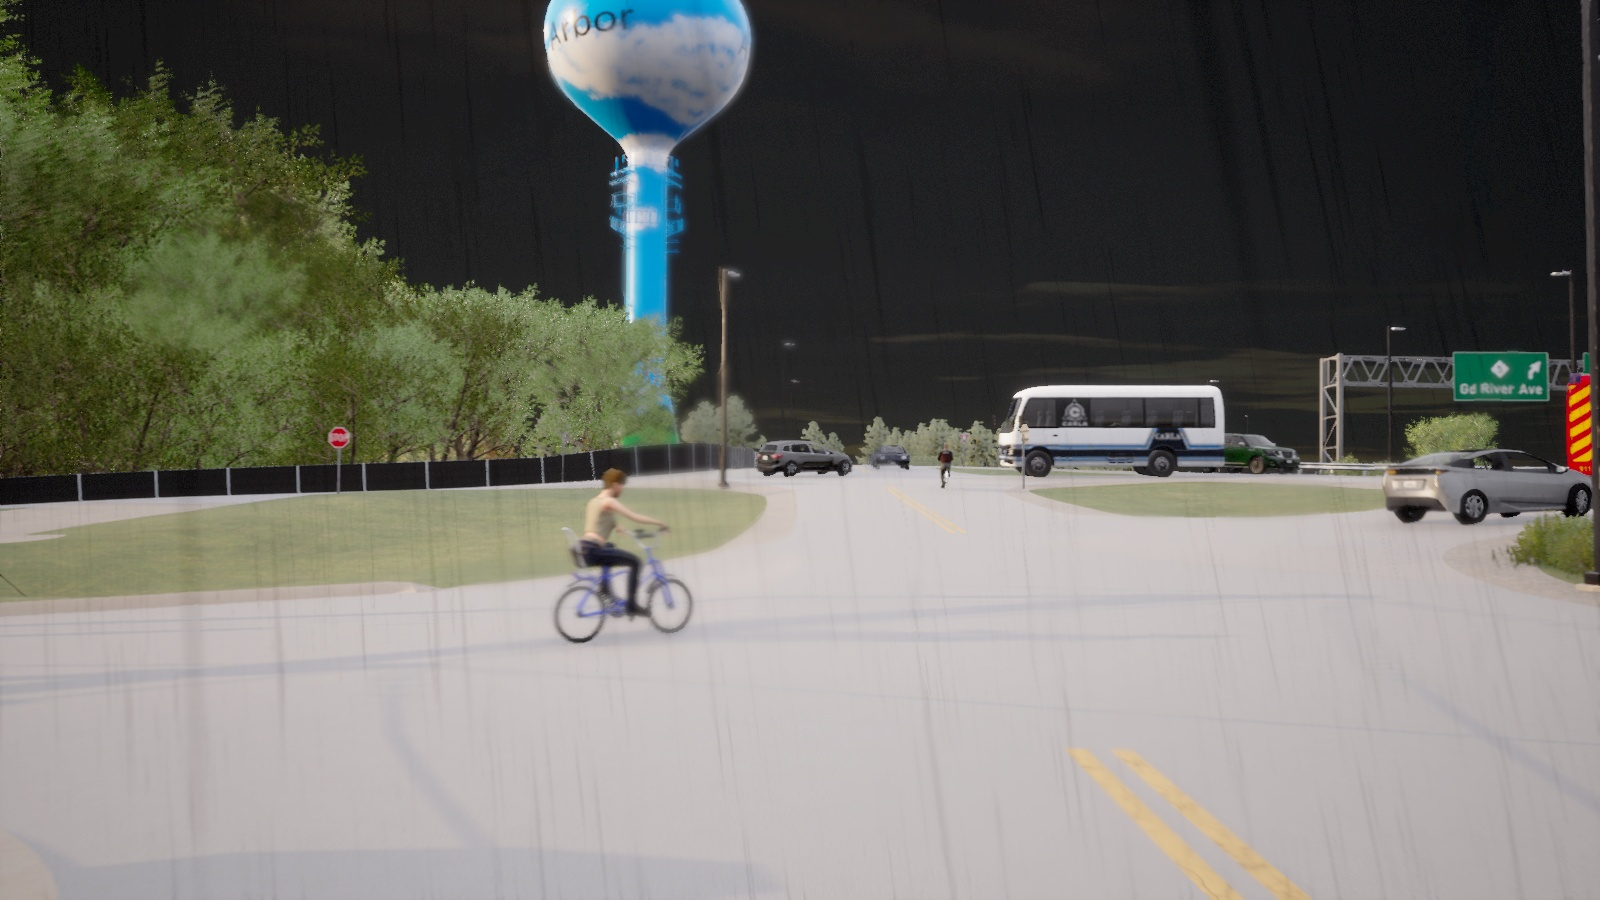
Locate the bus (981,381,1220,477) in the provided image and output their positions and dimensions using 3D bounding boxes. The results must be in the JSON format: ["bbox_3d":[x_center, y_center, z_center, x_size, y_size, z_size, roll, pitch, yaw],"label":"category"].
[{"bbox_3d":[13.899,-0.977,58.897,10.273,4.253,3.944,-1,1,1],"label":"bus"}]

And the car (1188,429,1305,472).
[{"bbox_3d":[22.305,0.016,62.976,2.150,2.045,5.566,1,0,-27],"label":"car"}]

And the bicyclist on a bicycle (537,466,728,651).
[{"bbox_3d":[-1.593,0.994,11.967,1.509,1.612,0.866,-1,-3,-37],"label":"bicyclist on a bicycle"}]

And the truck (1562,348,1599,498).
[{"bbox_3d":[23.876,-0.784,34.410,8.468,3.827,2.891,-1,-1,-44],"label":"truck"}]

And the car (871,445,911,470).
[{"bbox_3d":[5.118,0.399,71.060,1.895,1.301,4.718,0,0,0],"label":"car"}]

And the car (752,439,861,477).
[{"bbox_3d":[0.301,0.321,58.998,4.611,1.667,2.242,-1,1,-32],"label":"car"}]

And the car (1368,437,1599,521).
[{"bbox_3d":[14.548,0.588,26.449,4.514,1.525,2.007,-2,-1,-19],"label":"car"}]
